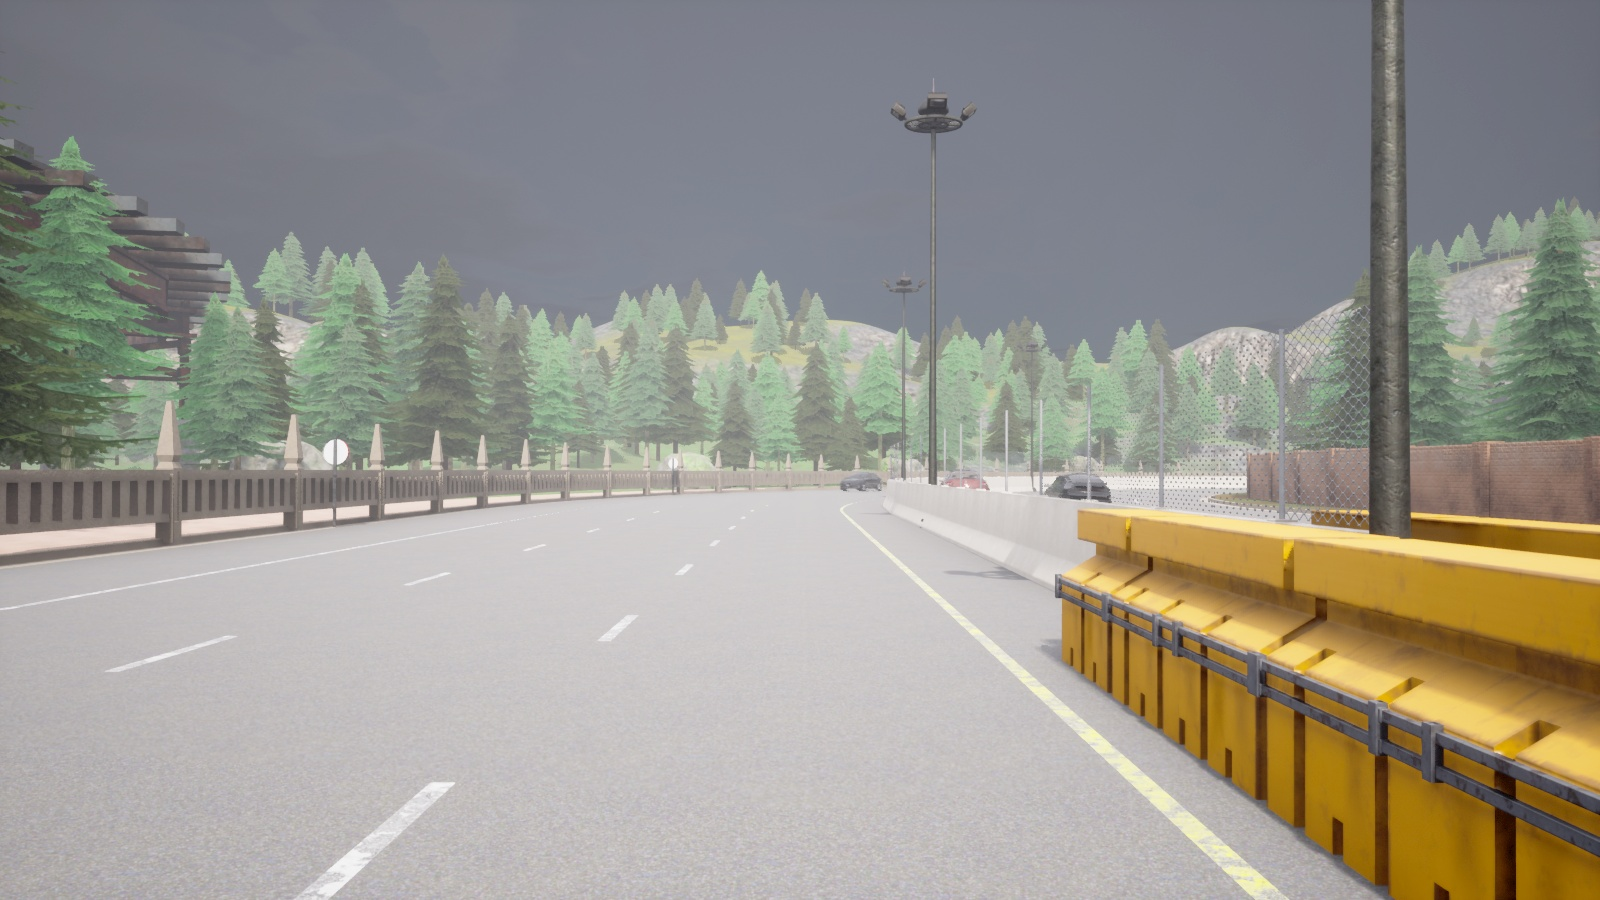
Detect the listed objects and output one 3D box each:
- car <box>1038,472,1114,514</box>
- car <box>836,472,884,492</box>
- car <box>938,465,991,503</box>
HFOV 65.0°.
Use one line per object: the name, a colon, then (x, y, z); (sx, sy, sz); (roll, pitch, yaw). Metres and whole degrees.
car: (10.396, 1.575, 47.597); (1.837, 1.490, 4.892); (0, -1, 1)
car: (4.640, 2.416, 96.441); (1.837, 1.490, 4.892); (-1, -1, 27)
car: (7.345, 1.510, 56.477); (2.152, 1.651, 5.027); (0, -1, 5)
